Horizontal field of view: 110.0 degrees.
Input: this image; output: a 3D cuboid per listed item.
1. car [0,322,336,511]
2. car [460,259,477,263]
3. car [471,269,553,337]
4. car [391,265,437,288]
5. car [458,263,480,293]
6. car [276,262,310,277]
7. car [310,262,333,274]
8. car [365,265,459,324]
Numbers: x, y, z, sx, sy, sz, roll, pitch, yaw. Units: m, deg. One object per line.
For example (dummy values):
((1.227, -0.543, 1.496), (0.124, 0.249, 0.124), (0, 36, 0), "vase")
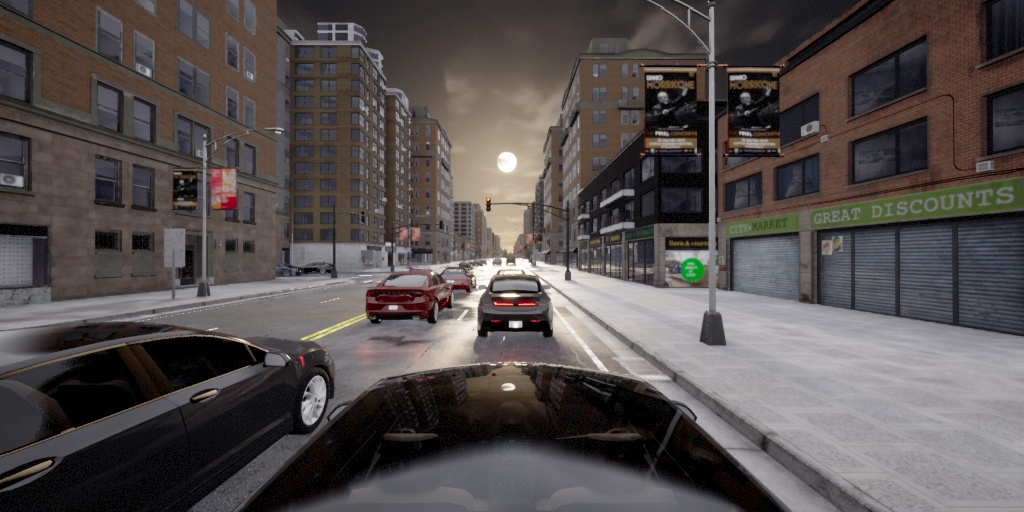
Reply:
((-3.153, 1.255, 2.617), (1.837, 1.490, 4.892), (0, 0, 0), "car")
((-6.753, 1.317, 52.941), (2.033, 1.411, 5.357), (0, 0, 0), "car")
((0.075, 1.255, 10.298), (1.837, 1.490, 4.892), (0, 0, 0), "car")
((-6.673, 1.355, 24.983), (1.895, 1.301, 4.718), (0, 0, 0), "car")
((-3.205, 1.317, 20.946), (1.994, 1.385, 4.181), (0, 0, -1), "car")
((-22.736, 1.315, 35.187), (4.181, 1.385, 1.994), (0, 0, 0), "car")
((-22.267, 1.347, 40.668), (4.313, 1.339, 1.948), (0, 0, 0), "car")
((-3.182, 1.229, 12.052), (1.882, 1.535, 5.008), (0, 0, 0), "car")
